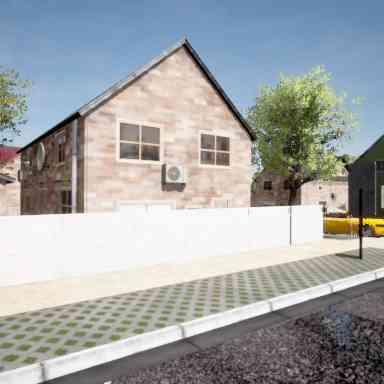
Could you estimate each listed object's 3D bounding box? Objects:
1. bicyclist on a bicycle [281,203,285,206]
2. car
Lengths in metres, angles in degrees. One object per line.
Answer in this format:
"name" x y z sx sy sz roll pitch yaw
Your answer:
"bicyclist on a bicycle" 8.542 1.827 31.235 1.656 1.620 0.582 -2 1 -35
"car" 9.339 1.833 19.940 1.882 1.535 5.008 1 -3 -35
